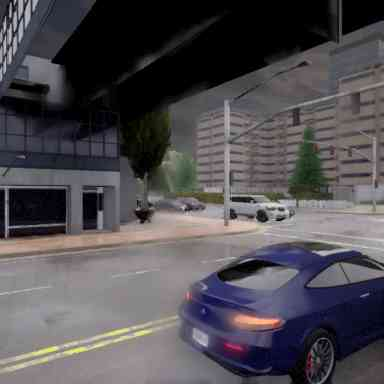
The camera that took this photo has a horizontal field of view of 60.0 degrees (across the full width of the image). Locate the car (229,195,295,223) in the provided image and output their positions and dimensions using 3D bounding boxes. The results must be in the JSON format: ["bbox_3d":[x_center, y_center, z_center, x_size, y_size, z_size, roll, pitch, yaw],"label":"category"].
[{"bbox_3d":[4.936,1.222,26.123,2.150,2.045,5.566,0,0,-34],"label":"car"}]

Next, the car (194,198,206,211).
[{"bbox_3d":[-0.352,1.351,39.652,2.097,1.767,4.553,0,0,-36],"label":"car"}]

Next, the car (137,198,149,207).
[{"bbox_3d":[-7.558,1.564,49.651,1.994,1.385,4.181,0,0,-36],"label":"car"}]

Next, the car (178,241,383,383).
[{"bbox_3d":[1.980,1.526,5.210,4.674,1.442,1.812,0,0,-35],"label":"car"}]

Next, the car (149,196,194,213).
[{"bbox_3d":[-2.327,1.493,36.406,2.128,1.511,4.902,0,0,-36],"label":"car"}]
